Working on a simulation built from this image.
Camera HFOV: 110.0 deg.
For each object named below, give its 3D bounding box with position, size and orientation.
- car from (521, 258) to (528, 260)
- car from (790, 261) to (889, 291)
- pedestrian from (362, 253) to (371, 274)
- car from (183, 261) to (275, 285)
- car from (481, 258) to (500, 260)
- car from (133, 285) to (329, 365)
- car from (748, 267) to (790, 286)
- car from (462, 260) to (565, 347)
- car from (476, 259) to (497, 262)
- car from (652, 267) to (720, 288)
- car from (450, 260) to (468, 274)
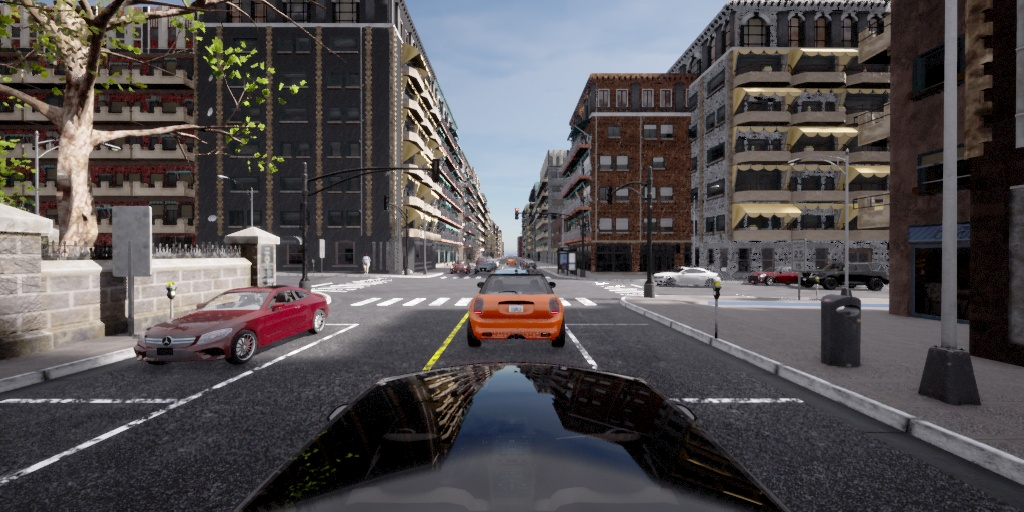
[{"bbox_3d":[2.624,1.298,51.674,2.007,1.370,4.403,0,0,0],"label":"car"},{"bbox_3d":[24.235,1.418,26.338,5.566,2.045,2.150,1,0,-1],"label":"car"},{"bbox_3d":[-12.752,0.651,31.374,0.375,1.860,0.375,0,-1,-1],"label":"pedestrian"},{"bbox_3d":[-17.676,1.035,22.575,4.181,1.385,1.994,1,0,-1],"label":"car"},{"bbox_3d":[-3.153,1.312,49.962,1.994,1.385,4.181,0,0,0],"label":"car"},{"bbox_3d":[-5.697,1.331,7.980,1.802,1.307,4.207,0,0,0],"label":"car"},{"bbox_3d":[21.344,1.571,28.864,4.097,1.591,1.967,0,0,-1],"label":"car"},{"bbox_3d":[0.117,1.101,9.490,2.097,1.767,4.553,0,0,1],"label":"car"},{"bbox_3d":[-3.145,1.312,40.988,1.994,1.385,4.181,0,0,0],"label":"car"},{"bbox_3d":[12.662,1.516,26.176,4.674,1.442,1.812,1,0,-1],"label":"car"},{"bbox_3d":[-5.741,1.187,40.391,1.967,1.591,4.097,0,0,0],"label":"car"}]
